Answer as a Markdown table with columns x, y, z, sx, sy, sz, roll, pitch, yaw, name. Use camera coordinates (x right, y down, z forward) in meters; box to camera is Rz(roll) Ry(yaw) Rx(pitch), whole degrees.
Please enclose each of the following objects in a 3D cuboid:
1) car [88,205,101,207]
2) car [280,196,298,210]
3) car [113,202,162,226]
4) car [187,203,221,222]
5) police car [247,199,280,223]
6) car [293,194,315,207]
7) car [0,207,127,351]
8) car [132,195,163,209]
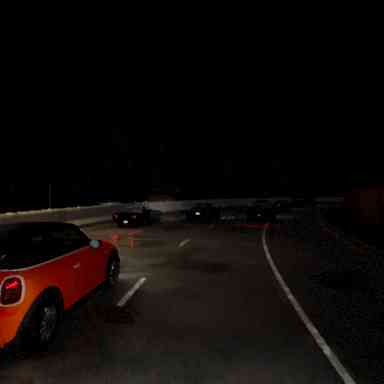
| x | y | z | sx | sy | sz | roll | pitch | yaw | name |
| --- | --- | --- | --- | --- | --- | --- | --- | --- | --- |
| -11.485 | 1.581 | 43.476 | 1.895 | 1.301 | 4.718 | 0 | 0 | 24 | car |
| 11.918 | 1.623 | 43.351 | 1.994 | 1.385 | 4.181 | 0 | 0 | 32 | car |
| -3.642 | 1.599 | 23.252 | 1.895 | 1.301 | 4.718 | 0 | 0 | 15 | car |
| 1.025 | 1.579 | 26.612 | 1.994 | 1.385 | 4.181 | 0 | 0 | 17 | car |
| 5.586 | 1.456 | 26.180 | 1.930 | 1.638 | 5.238 | 0 | 0 | 18 | police car |
| 17.433 | 1.303 | 52.012 | 2.150 | 2.045 | 5.566 | 0 | 0 | 38 | car |
| -2.958 | 1.345 | 6.421 | 2.097 | 1.767 | 4.553 | 0 | 0 | 4 | car |
| -6.166 | 1.350 | 46.421 | 2.097 | 1.767 | 4.553 | 0 | 0 | 27 | car |
